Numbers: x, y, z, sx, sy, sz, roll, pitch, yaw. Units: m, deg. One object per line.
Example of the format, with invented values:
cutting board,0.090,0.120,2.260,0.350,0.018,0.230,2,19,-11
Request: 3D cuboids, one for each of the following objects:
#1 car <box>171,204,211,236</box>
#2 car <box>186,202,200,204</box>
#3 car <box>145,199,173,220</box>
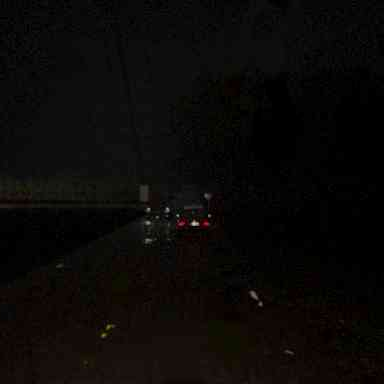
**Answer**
car,0.096,1.629,18.893,2.033,1.411,5.357,0,0,0
car,0.099,1.689,34.835,1.895,1.301,4.718,0,0,0
car,-2.751,1.443,28.701,2.097,1.767,4.553,0,0,0
